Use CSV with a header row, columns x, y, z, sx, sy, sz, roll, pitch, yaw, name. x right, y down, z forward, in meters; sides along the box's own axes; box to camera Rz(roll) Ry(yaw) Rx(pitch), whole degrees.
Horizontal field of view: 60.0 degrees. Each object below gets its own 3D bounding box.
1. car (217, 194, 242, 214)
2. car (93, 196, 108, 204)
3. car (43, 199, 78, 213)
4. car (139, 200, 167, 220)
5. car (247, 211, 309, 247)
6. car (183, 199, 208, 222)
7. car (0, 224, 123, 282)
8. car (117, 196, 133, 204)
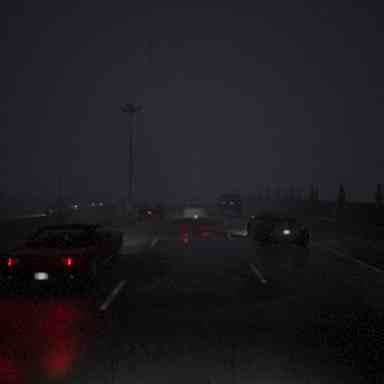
x,y,z,sx,sy,sz,roll,pitch,yaw,name
3.850,1.171,34.613,2.150,2.045,5.566,0,0,0,car
-17.045,1.486,62.399,1.837,1.490,4.892,0,0,0,car
-13.826,1.475,35.334,2.033,1.411,5.357,0,0,1,car
-3.201,1.423,27.811,1.882,1.535,5.008,0,0,0,car
3.708,1.534,14.985,1.994,1.385,4.181,0,0,0,car
0.278,1.476,25.286,1.812,1.442,4.674,0,0,0,car
-3.332,1.572,9.620,1.895,1.301,4.718,0,0,0,car
-10.168,1.429,50.854,2.128,1.511,4.902,0,0,1,car
